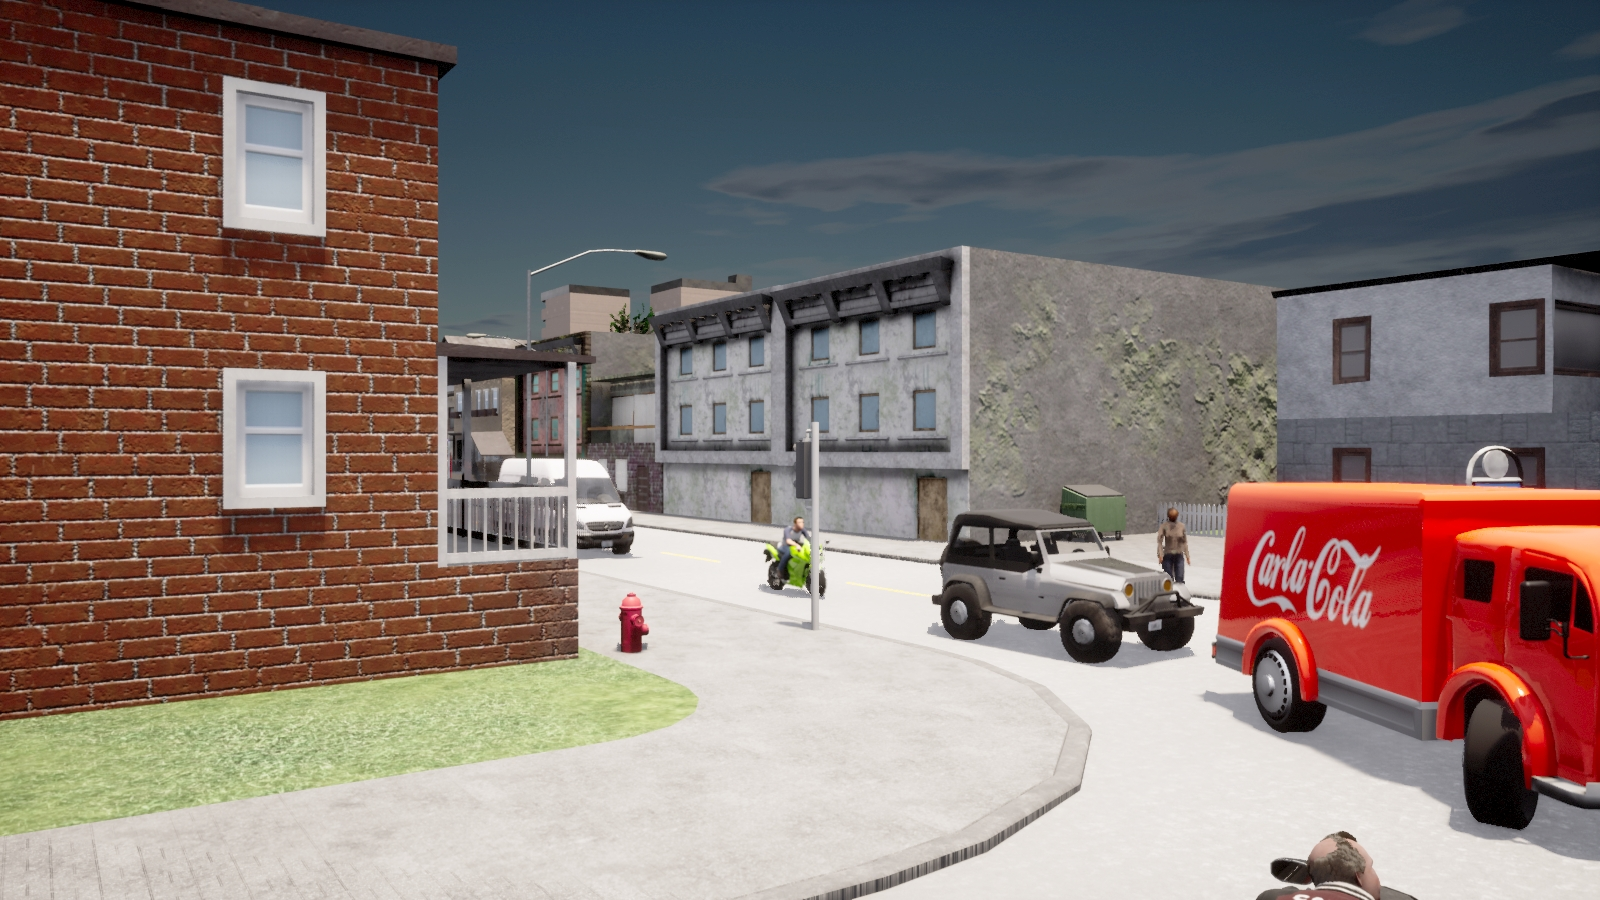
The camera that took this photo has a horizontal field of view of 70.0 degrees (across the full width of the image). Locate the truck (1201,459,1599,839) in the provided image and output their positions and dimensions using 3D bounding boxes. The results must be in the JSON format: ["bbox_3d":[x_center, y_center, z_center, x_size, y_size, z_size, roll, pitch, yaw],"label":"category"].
[{"bbox_3d":[6.072,1.346,10.334,2.627,2.467,5.204,0,0,-6],"label":"truck"}]

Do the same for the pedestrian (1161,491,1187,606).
[{"bbox_3d":[6.221,1.628,19.010,0.375,1.860,0.375,0,0,13],"label":"pedestrian"}]

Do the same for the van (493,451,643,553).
[{"bbox_3d":[-6.555,1.315,31.690,1.988,2.561,5.915,0,0,-34],"label":"van"}]

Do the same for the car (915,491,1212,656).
[{"bbox_3d":[3.677,1.634,16.525,1.905,1.878,3.866,0,1,-36],"label":"car"}]
